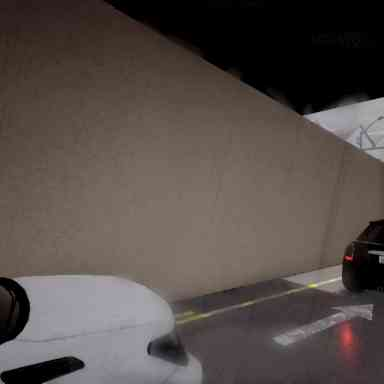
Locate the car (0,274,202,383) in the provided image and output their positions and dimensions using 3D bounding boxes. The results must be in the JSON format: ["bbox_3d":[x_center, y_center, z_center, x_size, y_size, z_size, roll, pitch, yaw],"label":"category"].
[{"bbox_3d":[-2.573,1.221,1.953,5.566,2.045,2.150,0,0,-35],"label":"car"}]

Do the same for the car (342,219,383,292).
[{"bbox_3d":[5.521,1.352,7.702,4.553,1.767,2.097,0,0,-36],"label":"car"}]
